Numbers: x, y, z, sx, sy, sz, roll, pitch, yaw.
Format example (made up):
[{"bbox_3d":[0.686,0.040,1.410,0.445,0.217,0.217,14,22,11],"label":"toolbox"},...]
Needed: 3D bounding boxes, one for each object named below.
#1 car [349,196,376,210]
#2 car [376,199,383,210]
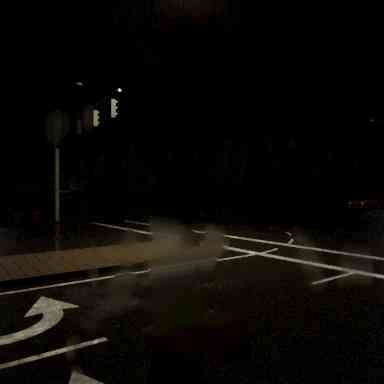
[{"bbox_3d":[22.067,1.349,42.588,4.553,1.767,2.097,0,0,-36],"label":"car"},{"bbox_3d":[25.046,1.545,40.427,5.357,1.411,2.033,0,0,-35],"label":"car"}]
